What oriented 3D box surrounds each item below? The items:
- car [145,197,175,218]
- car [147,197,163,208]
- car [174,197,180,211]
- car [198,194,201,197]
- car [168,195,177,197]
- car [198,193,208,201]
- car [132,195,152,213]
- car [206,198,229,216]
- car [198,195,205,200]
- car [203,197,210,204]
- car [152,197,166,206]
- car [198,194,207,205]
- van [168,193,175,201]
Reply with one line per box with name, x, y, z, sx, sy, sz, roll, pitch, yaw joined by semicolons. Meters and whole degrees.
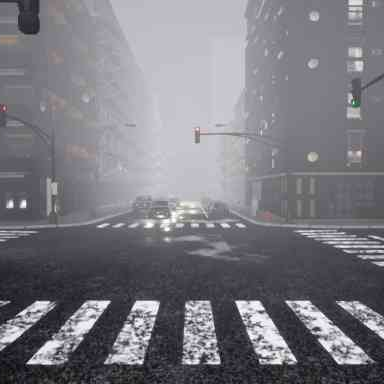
car;-2.832;1.496;30.221;1.837;1.490;4.892;0;0;0
car;-5.311;1.510;47.992;1.752;1.417;4.829;-1;0;0
car;-2.826;1.588;40.321;1.895;1.301;4.718;0;0;0
car;2.579;1.552;75.800;1.802;1.307;4.206;-1;0;0
car;-2.758;1.530;50.971;2.033;1.411;5.357;0;0;1
car;2.577;1.282;81.340;2.192;1.841;5.009;-1;0;0
car;-5.317;1.304;37.088;2.192;1.841;5.009;-1;0;0
car;2.565;1.573;31.487;1.802;1.307;4.206;-1;0;0
car;2.584;1.541;92.418;1.802;1.307;4.206;-1;0;0
car;2.566;1.539;37.026;2.008;1.369;4.403;-1;0;0
car;-5.308;1.564;53.700;1.802;1.307;4.206;-1;0;0
car;2.573;1.524;59.183;1.887;1.381;4.507;-1;0;0
van;-5.301;1.304;86.923;1.690;1.788;3.998;-1;0;0
